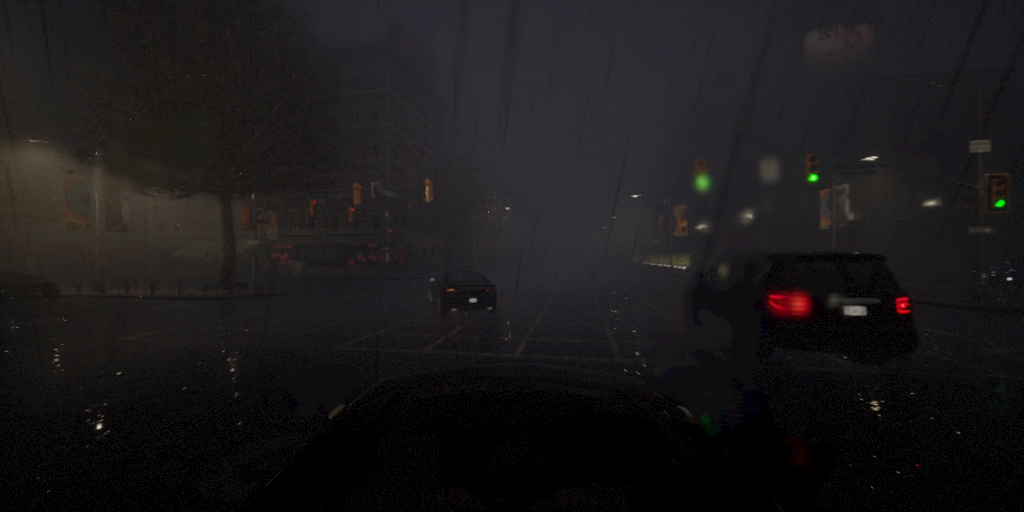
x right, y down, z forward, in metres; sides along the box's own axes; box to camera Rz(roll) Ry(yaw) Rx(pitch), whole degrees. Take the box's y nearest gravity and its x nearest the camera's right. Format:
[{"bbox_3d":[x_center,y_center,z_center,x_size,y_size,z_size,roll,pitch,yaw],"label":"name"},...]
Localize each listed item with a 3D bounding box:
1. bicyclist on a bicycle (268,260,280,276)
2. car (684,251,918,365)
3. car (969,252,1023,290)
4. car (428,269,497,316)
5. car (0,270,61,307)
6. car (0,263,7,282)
[{"bbox_3d":[-24.269,1.263,36.487,0.582,1.620,1.656,-1,0,11],"label":"bicyclist on a bicycle"},{"bbox_3d":[5.701,0.920,8.096,2.150,2.045,5.566,-1,0,10],"label":"car"},{"bbox_3d":[28.070,0.717,18.757,5.566,2.045,2.150,-1,0,11],"label":"car"},{"bbox_3d":[-2.009,1.244,13.622,1.882,1.535,5.008,0,0,-18],"label":"car"},{"bbox_3d":[-23.656,1.438,16.551,5.008,1.535,1.882,0,0,11],"label":"car"},{"bbox_3d":[-50.290,1.549,33.340,4.553,1.767,2.097,-1,0,11],"label":"car"}]
